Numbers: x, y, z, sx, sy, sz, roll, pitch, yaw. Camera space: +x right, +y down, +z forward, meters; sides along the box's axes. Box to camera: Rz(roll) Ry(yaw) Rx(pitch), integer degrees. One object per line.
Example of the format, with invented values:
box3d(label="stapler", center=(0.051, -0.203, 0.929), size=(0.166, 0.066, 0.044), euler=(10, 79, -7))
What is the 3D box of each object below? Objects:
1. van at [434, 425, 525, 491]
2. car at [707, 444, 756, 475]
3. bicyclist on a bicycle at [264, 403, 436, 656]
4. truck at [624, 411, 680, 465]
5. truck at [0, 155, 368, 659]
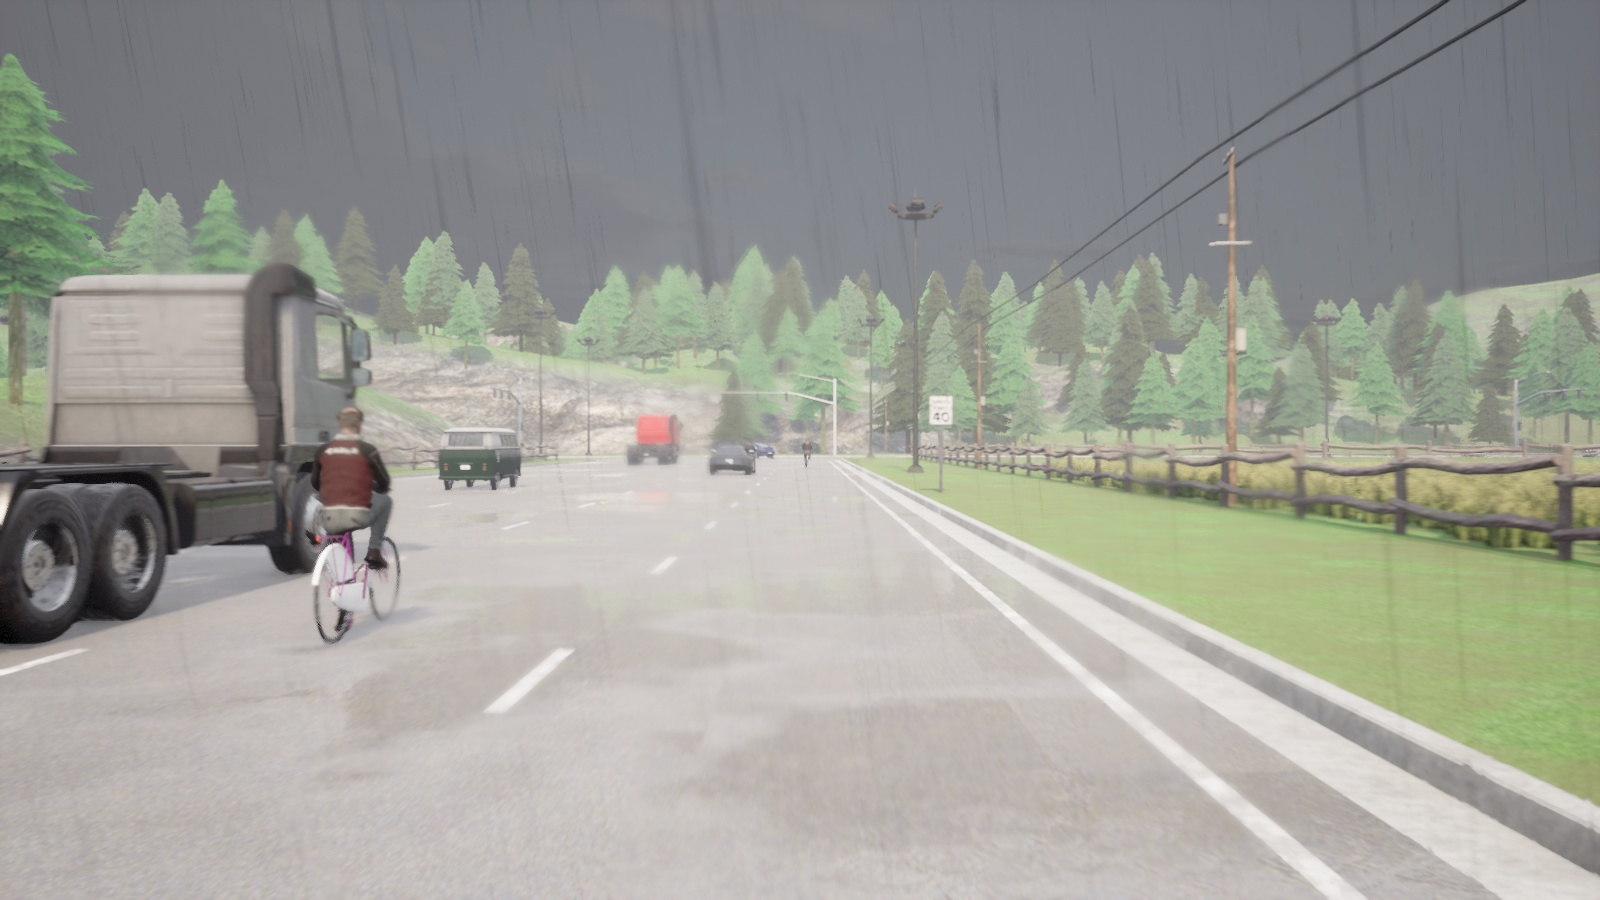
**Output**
box3d(label="van", center=(-10.256, 0.229, 40.450), size=(1.775, 1.987, 4.442), euler=(0, 0, 0))
box3d(label="car", center=(-3.154, 0.429, 58.516), size=(1.994, 1.385, 4.181), euler=(0, 0, 0))
box3d(label="bicyclist on a bicycle", center=(-3.430, 0.551, 9.742), size=(0.659, 1.776, 1.843), euler=(0, 1, 0))
box3d(label="truck", center=(-10.000, -0.797, 85.567), size=(2.891, 3.462, 7.936), euler=(0, 0, 0))
box3d(label="truck", center=(-6.917, -0.318, 11.866), size=(2.891, 3.462, 7.936), euler=(0, 0, 0))
